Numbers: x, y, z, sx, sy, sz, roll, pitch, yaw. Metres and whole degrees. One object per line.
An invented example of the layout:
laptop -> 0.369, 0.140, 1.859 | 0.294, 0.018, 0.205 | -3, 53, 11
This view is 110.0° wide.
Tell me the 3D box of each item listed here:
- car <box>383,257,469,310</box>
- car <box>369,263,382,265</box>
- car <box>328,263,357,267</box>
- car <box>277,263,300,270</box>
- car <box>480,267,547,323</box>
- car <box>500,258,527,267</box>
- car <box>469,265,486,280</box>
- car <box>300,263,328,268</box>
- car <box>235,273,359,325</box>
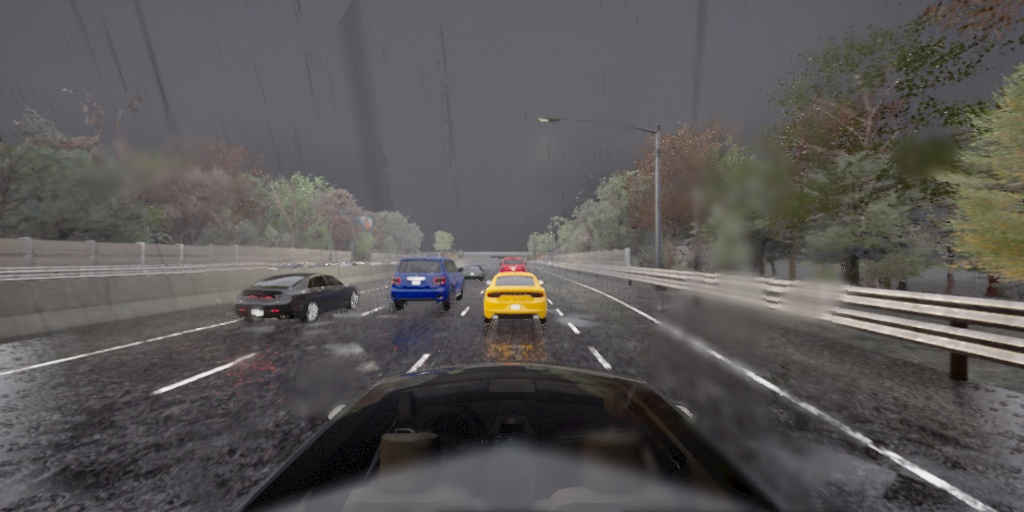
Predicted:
car -> -3.391, 1.061, 15.379 | 2.150, 2.045, 5.566 | 0, 0, 0
car -> -17.563, 1.591, 46.170 | 1.812, 1.442, 4.674 | 0, -1, 0
car -> -21.062, 1.588, 45.766 | 1.812, 1.442, 4.674 | 0, -1, 0
car -> -28.056, 1.628, 45.895 | 1.994, 1.385, 4.181 | 0, -1, 0
car -> 0.104, 1.298, 12.527 | 1.882, 1.535, 5.008 | 0, 0, 0
car -> 0.106, 1.174, 31.318 | 2.150, 2.045, 5.566 | 0, 0, 0
car -> -3.389, 1.526, 32.606 | 1.994, 1.385, 4.181 | 0, 0, 0
car -> -24.560, 1.628, 45.915 | 1.994, 1.385, 4.181 | 0, -1, 0
car -> -6.897, 1.323, 12.156 | 1.837, 1.490, 4.892 | 0, 0, 0
